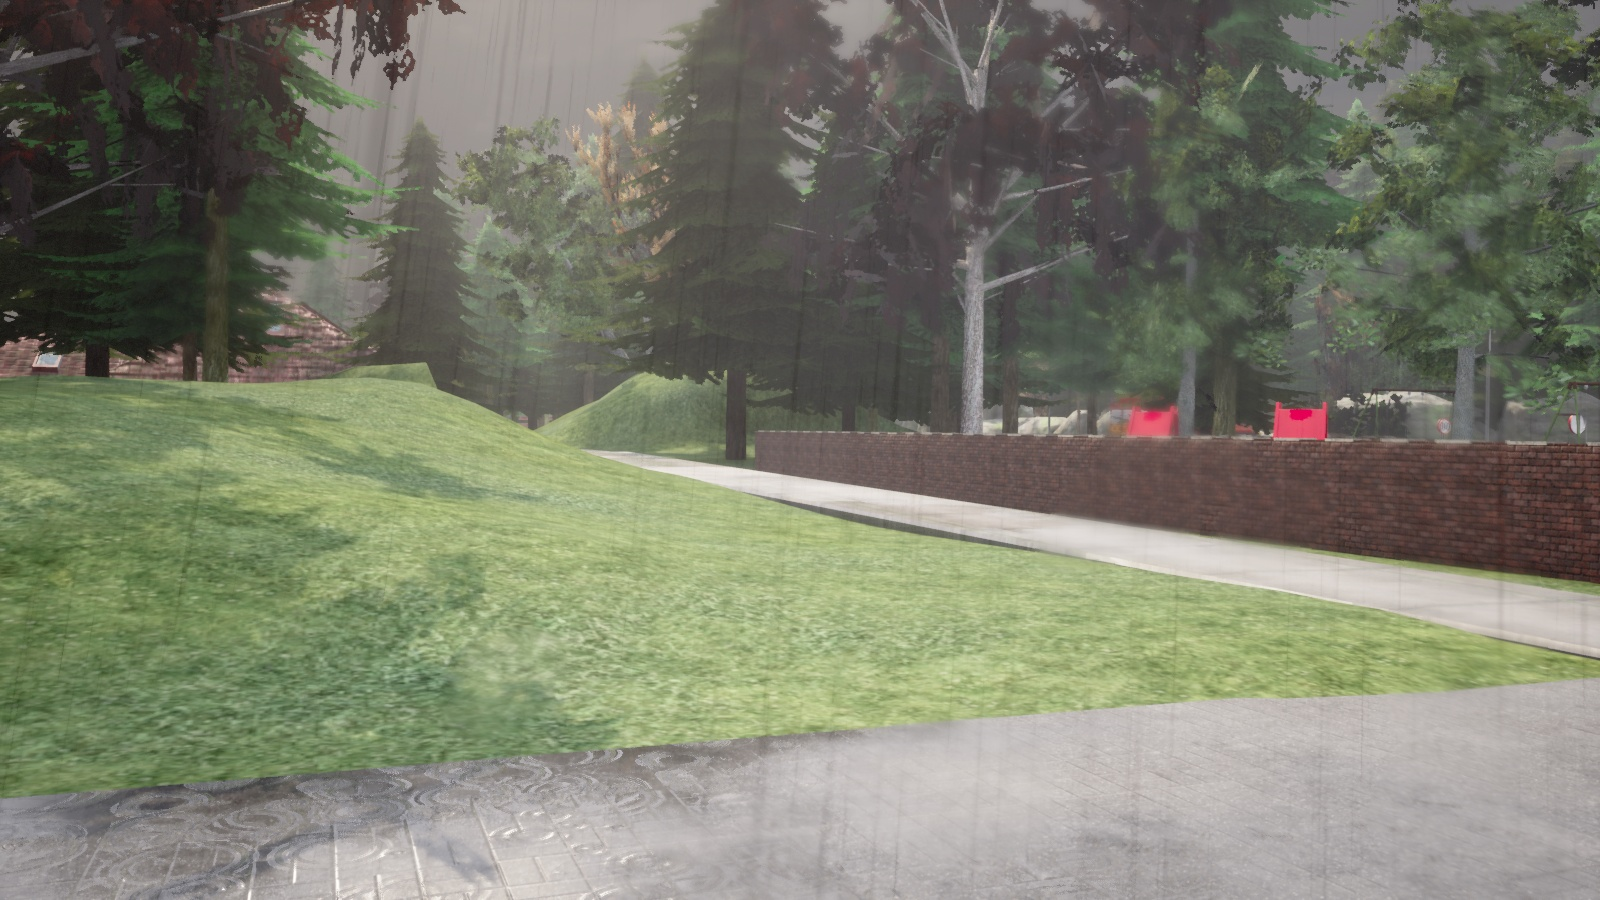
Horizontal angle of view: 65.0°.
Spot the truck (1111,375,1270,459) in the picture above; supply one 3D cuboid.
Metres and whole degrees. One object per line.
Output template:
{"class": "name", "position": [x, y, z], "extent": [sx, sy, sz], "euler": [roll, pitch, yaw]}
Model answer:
{"class": "truck", "position": [19.042, -1.580, 61.925], "extent": [2.891, 3.827, 8.468], "euler": [-1, 1, -21]}
